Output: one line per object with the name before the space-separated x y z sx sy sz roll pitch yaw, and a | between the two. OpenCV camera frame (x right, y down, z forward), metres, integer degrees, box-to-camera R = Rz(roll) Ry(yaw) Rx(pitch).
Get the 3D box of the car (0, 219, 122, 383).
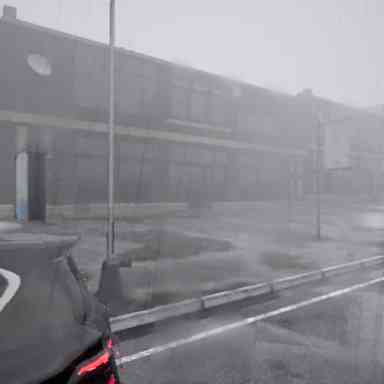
car | -3.011 1.219 1.231 5.566 2.045 2.150 0 0 -36
